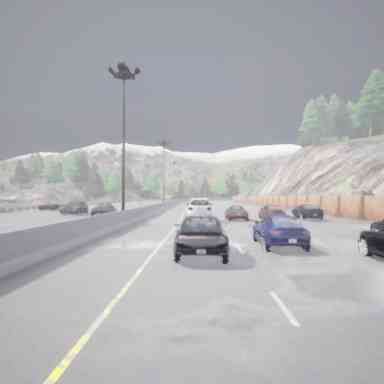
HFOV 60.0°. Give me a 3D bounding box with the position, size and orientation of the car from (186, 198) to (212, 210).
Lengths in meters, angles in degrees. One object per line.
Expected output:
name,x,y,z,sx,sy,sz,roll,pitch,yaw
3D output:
car,0.685,1.603,30.402,2.150,2.045,5.566,0,-1,1

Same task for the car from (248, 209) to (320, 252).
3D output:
car,3.897,1.734,14.955,1.812,1.442,4.674,0,-1,1

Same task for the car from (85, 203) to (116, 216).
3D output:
car,-9.975,1.964,37.766,2.033,1.411,5.357,0,-1,0

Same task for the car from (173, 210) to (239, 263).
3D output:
car,0.344,1.652,12.635,2.128,1.511,4.902,0,-1,1

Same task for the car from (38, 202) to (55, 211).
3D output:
car,-20.456,2.089,48.140,1.895,1.301,4.718,0,-1,0

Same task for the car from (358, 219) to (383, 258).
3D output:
car,7.301,1.653,10.826,1.882,1.535,5.008,0,-1,1

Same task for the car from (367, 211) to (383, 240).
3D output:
car,10.936,1.795,16.846,1.812,1.442,4.674,0,-1,1

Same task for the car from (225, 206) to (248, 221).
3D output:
car,4.185,1.982,31.813,1.994,1.385,4.181,0,-1,0

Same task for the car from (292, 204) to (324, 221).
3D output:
car,11.191,1.943,32.592,1.882,1.535,5.008,0,-1,0

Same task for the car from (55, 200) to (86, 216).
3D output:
car,-13.469,1.755,38.306,2.097,1.767,4.553,0,-1,0

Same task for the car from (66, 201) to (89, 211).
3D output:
car,-16.951,2.086,49.353,1.994,1.385,4.181,0,-1,0

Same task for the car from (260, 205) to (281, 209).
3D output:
car,7.677,1.967,32.144,1.812,1.442,4.674,0,-1,0
